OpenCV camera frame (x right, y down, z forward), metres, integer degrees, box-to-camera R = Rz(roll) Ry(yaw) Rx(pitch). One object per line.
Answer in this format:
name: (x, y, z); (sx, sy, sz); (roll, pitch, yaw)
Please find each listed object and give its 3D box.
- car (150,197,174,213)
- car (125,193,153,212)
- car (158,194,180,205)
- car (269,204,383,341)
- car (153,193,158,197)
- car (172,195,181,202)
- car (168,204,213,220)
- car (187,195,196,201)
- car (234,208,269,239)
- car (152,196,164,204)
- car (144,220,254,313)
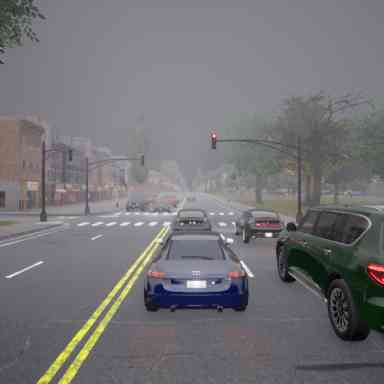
car: (-3.424, 1.636, 38.668); (1.837, 1.490, 4.892); (0, 0, 0)
car: (-6.748, 1.341, 41.725); (2.150, 2.045, 5.566); (0, 0, 2)
car: (-3.443, 1.296, 50.546); (2.150, 2.045, 5.566); (0, 0, 0)
car: (3.314, 1.235, 6.641); (2.150, 2.045, 5.566); (0, 0, 0)
car: (-6.694, 1.261, 54.717); (2.150, 2.045, 5.566); (0, 0, 0)
car: (-3.393, 1.408, 72.060); (1.812, 1.442, 4.674); (0, 1, 0)
car: (0.008, 1.582, 16.675); (1.837, 1.490, 4.892); (0, 0, 1)
car: (-0.151, 1.374, 76.067); (2.128, 1.511, 4.902); (0, 0, 0)
car: (3.262, 1.581, 16.503); (1.837, 1.490, 4.892); (0, 0, 0)
car: (-6.673, 1.473, 64.824); (1.812, 1.442, 4.674); (0, 1, 0)
car: (0.065, 1.583, 7.787); (1.994, 1.385, 4.181); (0, 0, 0)
